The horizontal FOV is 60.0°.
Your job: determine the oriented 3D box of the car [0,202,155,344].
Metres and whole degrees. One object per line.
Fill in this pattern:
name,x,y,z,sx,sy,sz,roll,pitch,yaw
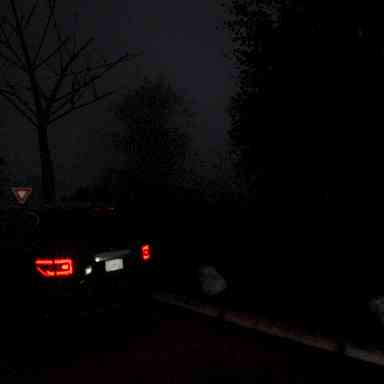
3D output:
car,-3.135,1.233,6.764,5.566,2.045,2.150,-2,-1,42
